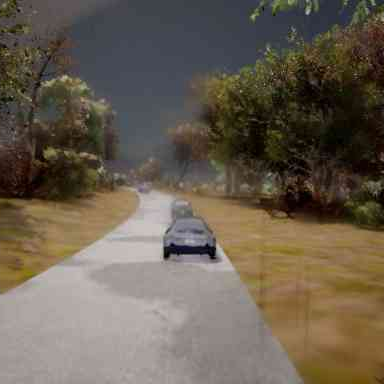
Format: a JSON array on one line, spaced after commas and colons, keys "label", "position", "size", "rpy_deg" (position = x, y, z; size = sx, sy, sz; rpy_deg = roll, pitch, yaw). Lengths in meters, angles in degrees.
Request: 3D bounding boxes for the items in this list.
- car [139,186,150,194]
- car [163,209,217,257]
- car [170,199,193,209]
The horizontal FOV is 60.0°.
[{"label": "car", "position": [-9.228, -0.438, 64.499], "size": [1.882, 1.535, 5.008], "rpy_deg": [2, 2, -12]}, {"label": "car", "position": [-0.114, 1.652, 13.472], "size": [1.994, 1.385, 4.181], "rpy_deg": [1, 1, -1]}, {"label": "car", "position": [-0.931, 1.360, 28.873], "size": [1.812, 1.442, 4.674], "rpy_deg": [0, 2, -4]}]
